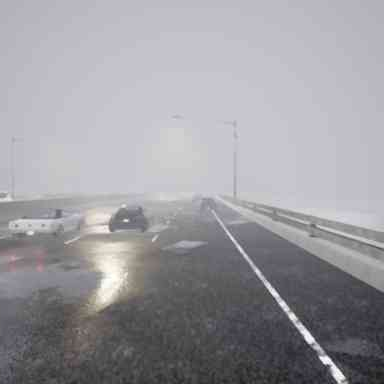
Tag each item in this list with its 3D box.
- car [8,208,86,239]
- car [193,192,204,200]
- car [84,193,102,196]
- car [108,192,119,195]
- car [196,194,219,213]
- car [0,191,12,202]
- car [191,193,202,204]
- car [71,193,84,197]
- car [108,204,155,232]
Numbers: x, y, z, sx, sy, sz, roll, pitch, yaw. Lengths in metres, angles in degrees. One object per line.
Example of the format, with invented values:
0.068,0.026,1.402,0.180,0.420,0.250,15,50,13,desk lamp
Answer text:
-6.811,1.437,16.296,1.895,1.301,4.718,0,1,1,car
1.331,0.854,67.154,2.128,1.511,4.902,0,0,2,car
-19.639,0.917,68.051,2.033,1.411,5.357,0,0,2,car
-16.110,0.807,68.684,1.882,1.535,5.008,0,0,2,car
1.545,1.199,32.490,1.837,1.490,4.892,0,1,1,car
-17.350,0.946,27.868,2.150,2.045,5.566,0,1,1,car
0.802,1.126,51.783,1.895,1.301,4.718,0,1,2,car
-23.136,0.853,68.198,1.882,1.535,5.008,0,0,2,car
-3.282,1.380,18.668,1.994,1.385,4.181,0,1,1,car
